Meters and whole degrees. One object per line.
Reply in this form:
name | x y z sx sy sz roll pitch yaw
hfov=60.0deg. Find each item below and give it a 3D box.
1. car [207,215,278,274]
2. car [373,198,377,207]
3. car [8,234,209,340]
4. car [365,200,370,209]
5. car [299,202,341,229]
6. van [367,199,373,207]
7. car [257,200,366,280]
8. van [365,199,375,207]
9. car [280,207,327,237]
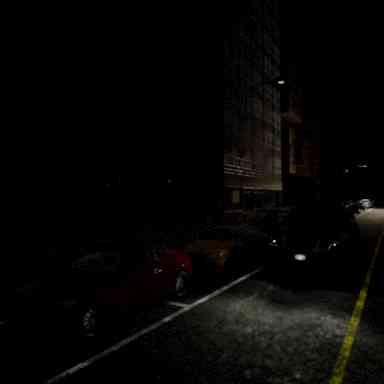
car | 1.312 1.739 11.556 1.752 1.417 4.829 -1 -1 31
car | 39.270 2.599 74.015 1.967 1.590 4.097 -1 -1 31
car | -1.513 1.726 6.907 1.802 1.307 4.206 -1 -1 31
car | 27.618 2.417 54.839 2.008 1.369 4.403 -1 -1 31
car | 10.138 1.746 26.084 2.192 1.841 5.009 -1 -1 31
van | 33.443 2.354 64.430 1.690 1.788 3.998 -1 -1 31
car | 4.284 1.410 11.127 2.150 2.045 5.566 -1 -1 31
van | 42.182 2.574 78.809 1.690 1.788 3.998 -1 -1 31
car | 7.226 1.799 21.289 1.967 1.590 4.097 -1 -1 31
